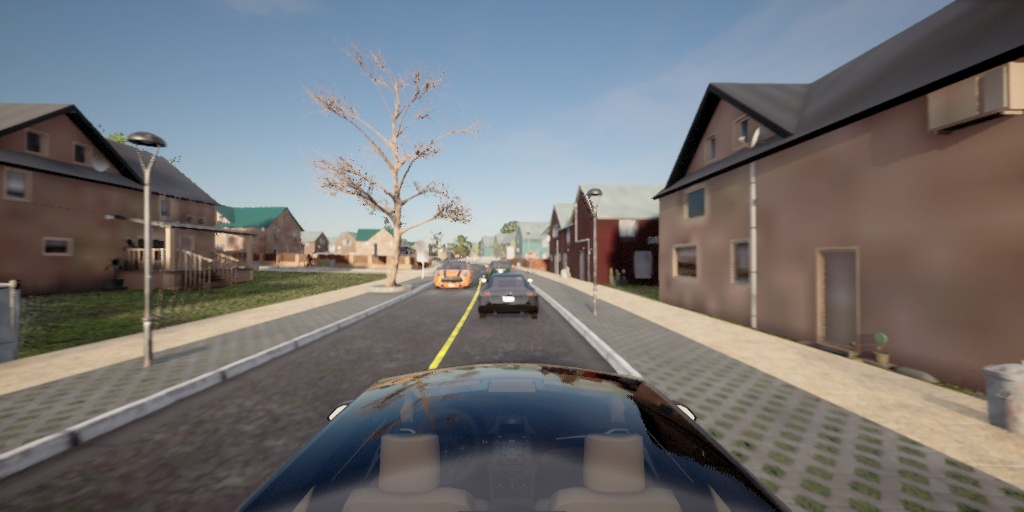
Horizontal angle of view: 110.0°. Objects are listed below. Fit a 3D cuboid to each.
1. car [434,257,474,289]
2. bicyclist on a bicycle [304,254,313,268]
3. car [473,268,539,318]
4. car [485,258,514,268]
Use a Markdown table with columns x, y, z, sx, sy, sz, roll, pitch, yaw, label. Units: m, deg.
| x | y | z | sx | sy | sz | roll | pitch | yaw | label |
| --- | --- | --- | --- | --- | --- | --- | --- | --- | --- |
| -3.510 | 1.053 | 22.338 | 2.097 | 1.767 | 4.553 | 0 | 0 | -3 | car |
| -23.614 | 0.544 | 41.687 | 0.582 | 1.620 | 1.656 | 1 | 0 | 5 | bicyclist on a bicycle |
| -0.170 | 1.285 | 12.863 | 1.994 | 1.385 | 4.181 | 0 | 0 | -2 | car |
| -0.889 | 1.043 | 26.284 | 2.097 | 1.767 | 4.553 | 0 | 0 | -4 | car |
